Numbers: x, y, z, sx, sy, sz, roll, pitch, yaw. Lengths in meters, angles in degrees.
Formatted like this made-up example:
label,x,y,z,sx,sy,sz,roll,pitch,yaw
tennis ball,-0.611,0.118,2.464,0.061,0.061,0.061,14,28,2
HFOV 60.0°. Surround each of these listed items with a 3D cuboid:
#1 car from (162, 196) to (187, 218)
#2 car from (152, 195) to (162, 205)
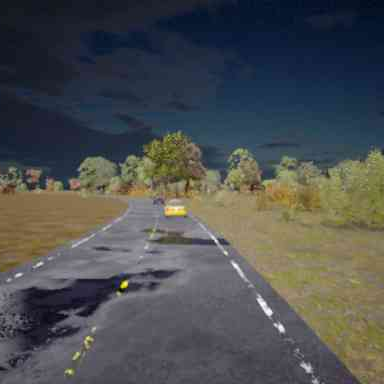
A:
label,x,y,z,sx,sy,sz,roll,pitch,yaw
car,-1.495,1.388,29.145,1.801,1.575,5.366,0,0,-5
car,-5.734,1.366,56.809,1.837,1.490,4.892,0,0,-11
